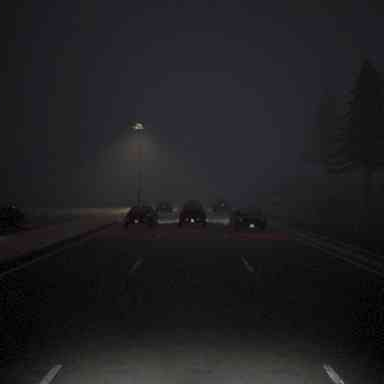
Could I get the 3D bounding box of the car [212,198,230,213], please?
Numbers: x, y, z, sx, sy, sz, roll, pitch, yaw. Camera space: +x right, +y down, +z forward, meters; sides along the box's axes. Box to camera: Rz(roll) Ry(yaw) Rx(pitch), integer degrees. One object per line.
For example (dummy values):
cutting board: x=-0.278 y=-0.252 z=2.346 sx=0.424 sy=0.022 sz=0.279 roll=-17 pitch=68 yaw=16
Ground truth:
car: x=3.579 y=1.539 z=40.752 sx=2.097 sy=1.767 sz=4.553 roll=0 pitch=0 yaw=0

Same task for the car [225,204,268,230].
car: x=3.522 y=1.701 z=21.694 sx=1.895 sy=1.301 sz=4.718 roll=0 pitch=0 yaw=0

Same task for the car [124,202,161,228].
car: x=-3.466 y=1.632 z=23.125 sx=1.812 sy=1.442 sz=4.674 roll=0 pitch=0 yaw=1

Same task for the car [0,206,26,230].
car: x=-11.546 y=1.596 z=19.412 sx=1.837 sy=1.490 sz=4.892 roll=0 pitch=-1 yaw=0

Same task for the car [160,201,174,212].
car: x=-3.412 y=1.754 z=41.628 sx=1.994 sy=1.385 sz=4.181 roll=0 pitch=0 yaw=0

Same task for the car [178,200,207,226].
car: x=0.046 y=1.617 z=24.147 sx=1.837 sy=1.490 sz=4.892 roll=0 pitch=0 yaw=0
